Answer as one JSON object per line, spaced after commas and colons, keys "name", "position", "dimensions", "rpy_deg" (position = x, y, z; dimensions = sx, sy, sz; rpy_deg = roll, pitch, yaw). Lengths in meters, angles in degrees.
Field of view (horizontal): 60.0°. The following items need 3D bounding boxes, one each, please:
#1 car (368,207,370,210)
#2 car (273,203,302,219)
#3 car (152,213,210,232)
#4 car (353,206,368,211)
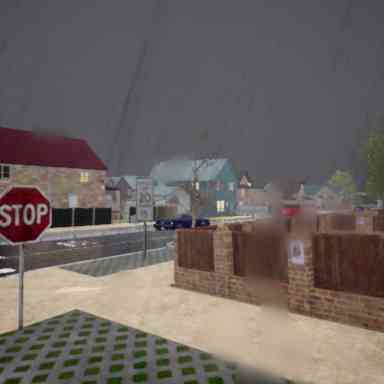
{"name": "car", "position": [41.739, 4.215, 79.843], "dimensions": [2.033, 1.411, 5.357], "rpy_deg": [1, -1, 35]}
{"name": "car", "position": [12.330, 2.474, 42.552], "dimensions": [2.150, 2.045, 5.566], "rpy_deg": [1, -2, 35]}
{"name": "car", "position": [-0.697, 2.175, 23.991], "dimensions": [1.895, 1.301, 4.718], "rpy_deg": [1, -1, 35]}
{"name": "car", "position": [36.120, 3.810, 71.785], "dimensions": [1.812, 1.442, 4.674], "rpy_deg": [1, -1, 35]}
